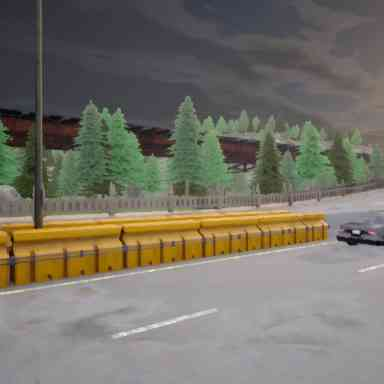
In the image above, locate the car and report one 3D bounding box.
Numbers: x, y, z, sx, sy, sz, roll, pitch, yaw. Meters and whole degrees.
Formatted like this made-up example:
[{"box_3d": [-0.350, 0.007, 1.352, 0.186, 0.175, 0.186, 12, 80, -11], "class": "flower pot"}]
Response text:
[{"box_3d": [8.271, 1.563, 14.068, 5.357, 1.411, 2.033, 0, 0, -36], "class": "car"}]
